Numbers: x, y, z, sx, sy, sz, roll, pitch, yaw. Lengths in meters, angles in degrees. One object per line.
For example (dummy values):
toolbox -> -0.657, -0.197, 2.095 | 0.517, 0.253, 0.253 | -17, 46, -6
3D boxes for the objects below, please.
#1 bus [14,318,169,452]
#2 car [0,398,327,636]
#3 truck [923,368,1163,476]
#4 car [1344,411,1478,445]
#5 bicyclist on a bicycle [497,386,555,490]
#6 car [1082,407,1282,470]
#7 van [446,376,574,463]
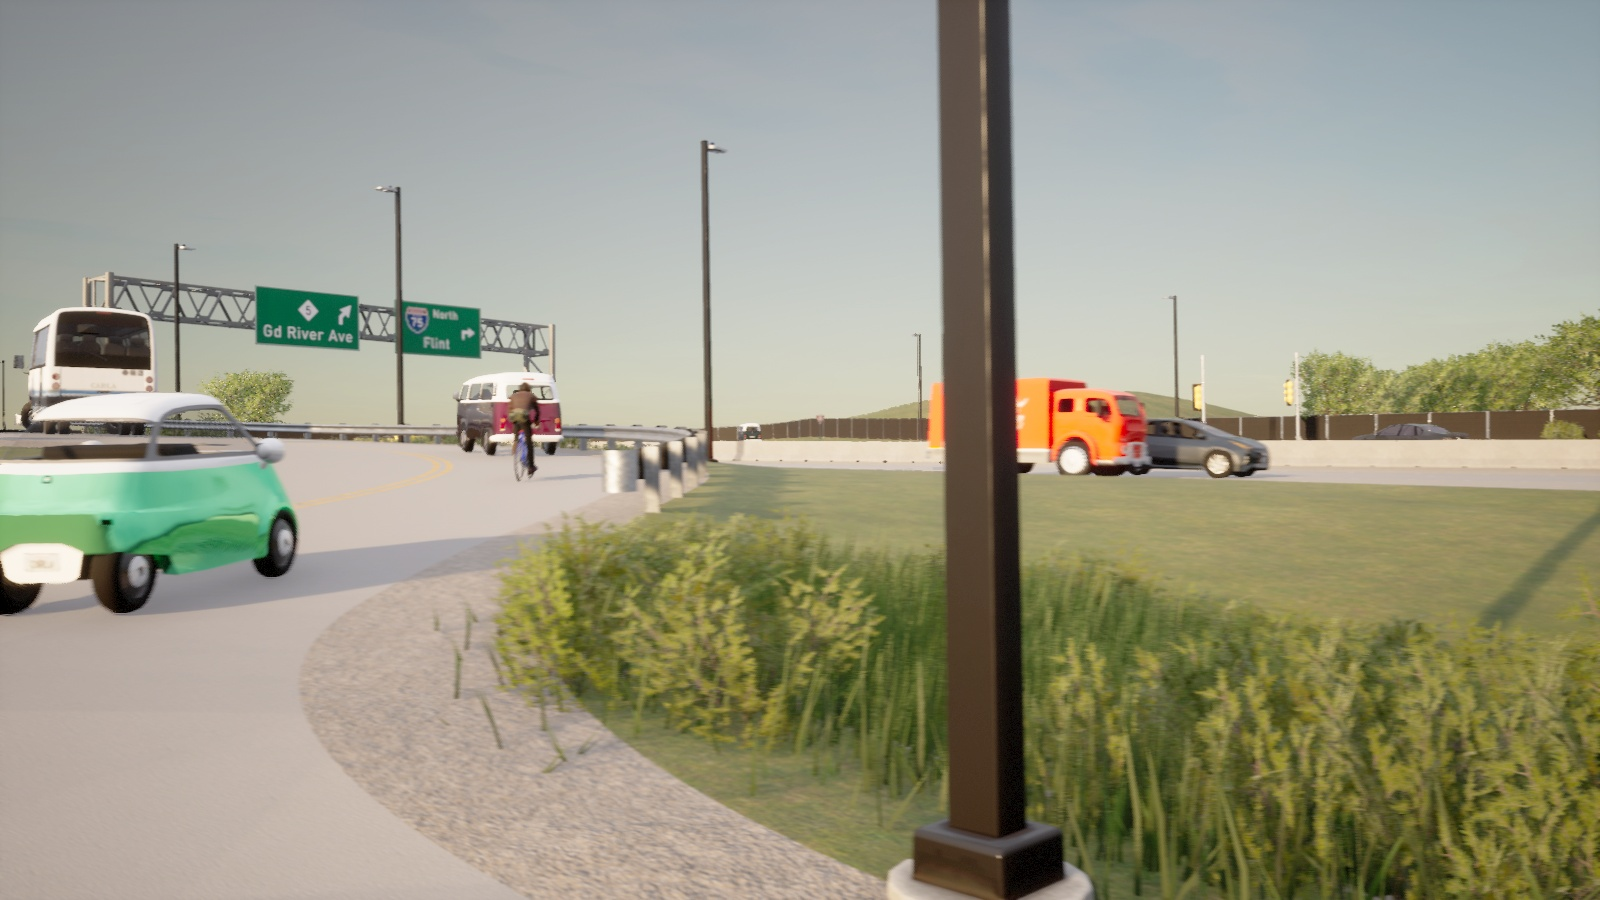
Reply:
bus -> -25.699, -2.228, 45.221 | 3.944, 4.253, 10.273 | -1, 2, -34
car -> -4.480, 0.368, 8.663 | 1.481, 1.376, 2.207 | -2, 3, 2
truck -> 5.996, -0.640, 31.275 | 5.204, 2.467, 2.627 | -1, 0, 39
car -> 27.427, -0.972, 56.600 | 2.033, 1.411, 5.357 | -2, 1, -24
bicyclist on a bicycle -> -4.515, -0.216, 20.780 | 0.582, 1.620, 1.656 | -2, 2, -2
car -> 9.877, -0.271, 32.642 | 4.514, 1.525, 2.007 | -1, 0, 39
van -> -7.472, -0.784, 32.031 | 2.069, 2.038, 4.480 | -1, 2, -28
